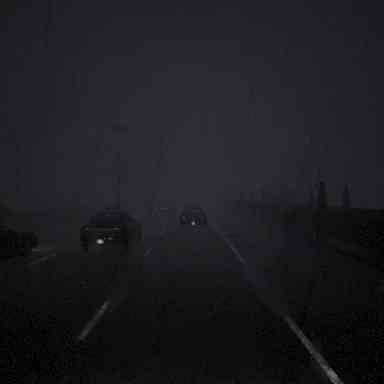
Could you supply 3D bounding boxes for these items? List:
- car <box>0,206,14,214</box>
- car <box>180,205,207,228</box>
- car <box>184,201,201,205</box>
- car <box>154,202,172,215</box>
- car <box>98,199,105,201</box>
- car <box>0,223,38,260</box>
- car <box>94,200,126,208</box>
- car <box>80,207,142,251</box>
[{"bbox_3d":[-14.102,1.732,22.850,1.837,1.490,4.892,0,-1,0],"label":"car"},{"bbox_3d":[0.096,1.845,24.545,1.895,1.301,4.718,0,-1,0],"label":"car"},{"bbox_3d":[0.094,1.915,41.397,1.837,1.490,4.892,0,-1,0],"label":"car"},{"bbox_3d":[-3.407,1.941,39.793,2.033,1.411,5.357,0,-1,0],"label":"car"},{"bbox_3d":[-17.509,2.203,64.488,1.837,1.490,4.892,0,-1,0],"label":"car"},{"bbox_3d":[-6.903,1.653,10.497,2.033,1.411,5.357,0,-1,0],"label":"car"},{"bbox_3d":[-6.905,1.772,29.696,1.882,1.535,5.008,0,-1,0],"label":"car"},{"bbox_3d":[-3.402,1.638,14.722,2.128,1.511,4.902,0,-1,0],"label":"car"}]
